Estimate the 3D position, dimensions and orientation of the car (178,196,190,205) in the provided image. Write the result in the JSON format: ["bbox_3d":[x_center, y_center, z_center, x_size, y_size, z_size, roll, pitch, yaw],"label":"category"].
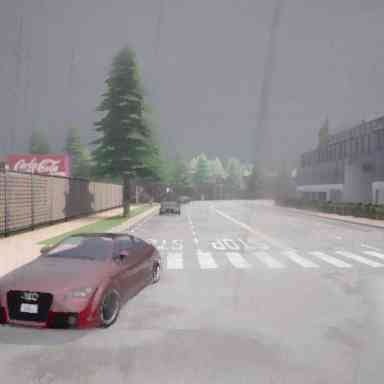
[{"bbox_3d":[-1.680,1.445,58.423,1.837,1.490,4.892,-2,0,14],"label":"car"}]

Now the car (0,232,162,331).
[{"bbox_3d":[-2.055,1.571,6.981,1.994,1.385,4.181,0,0,12],"label":"car"}]

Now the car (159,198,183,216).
[{"bbox_3d":[-2.065,1.573,31.833,1.994,1.385,4.181,0,0,-2],"label":"car"}]
